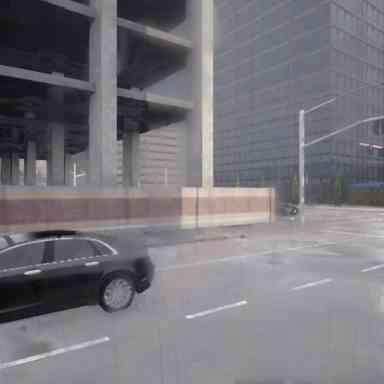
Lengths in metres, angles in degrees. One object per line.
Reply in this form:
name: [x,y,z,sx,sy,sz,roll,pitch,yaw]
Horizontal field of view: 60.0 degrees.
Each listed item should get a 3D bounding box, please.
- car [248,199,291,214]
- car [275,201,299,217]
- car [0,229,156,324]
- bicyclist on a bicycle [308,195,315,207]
car: [8.517,1.526,36.916,1.812,1.442,4.674,0,0,-36]
car: [8.109,1.564,31.516,1.994,1.385,4.181,0,0,-36]
car: [-3.040,1.505,6.124,4.892,1.490,1.837,0,0,-35]
bicyclist on a bicycle: [16.586,1.301,46.203,1.656,1.620,0.582,0,0,-36]
